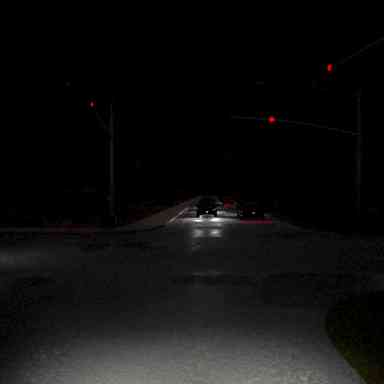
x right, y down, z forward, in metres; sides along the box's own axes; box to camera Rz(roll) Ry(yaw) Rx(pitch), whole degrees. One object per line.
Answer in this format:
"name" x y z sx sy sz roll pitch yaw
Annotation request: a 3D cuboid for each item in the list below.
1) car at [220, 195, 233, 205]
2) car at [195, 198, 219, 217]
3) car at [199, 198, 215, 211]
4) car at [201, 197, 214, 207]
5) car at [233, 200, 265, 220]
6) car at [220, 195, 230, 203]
"car" 6.363 1.566 58.993 1.895 1.301 4.718 0 0 3
"car" 1.389 1.470 30.976 1.837 1.490 4.892 0 0 3
"car" 1.854 1.470 40.429 1.837 1.490 4.892 0 0 3
"car" 2.348 1.529 50.337 1.994 1.385 4.181 0 0 3
"car" 4.848 1.443 27.970 1.882 1.535 5.008 0 0 3
"car" 6.849 1.470 68.954 1.837 1.490 4.892 0 0 3
